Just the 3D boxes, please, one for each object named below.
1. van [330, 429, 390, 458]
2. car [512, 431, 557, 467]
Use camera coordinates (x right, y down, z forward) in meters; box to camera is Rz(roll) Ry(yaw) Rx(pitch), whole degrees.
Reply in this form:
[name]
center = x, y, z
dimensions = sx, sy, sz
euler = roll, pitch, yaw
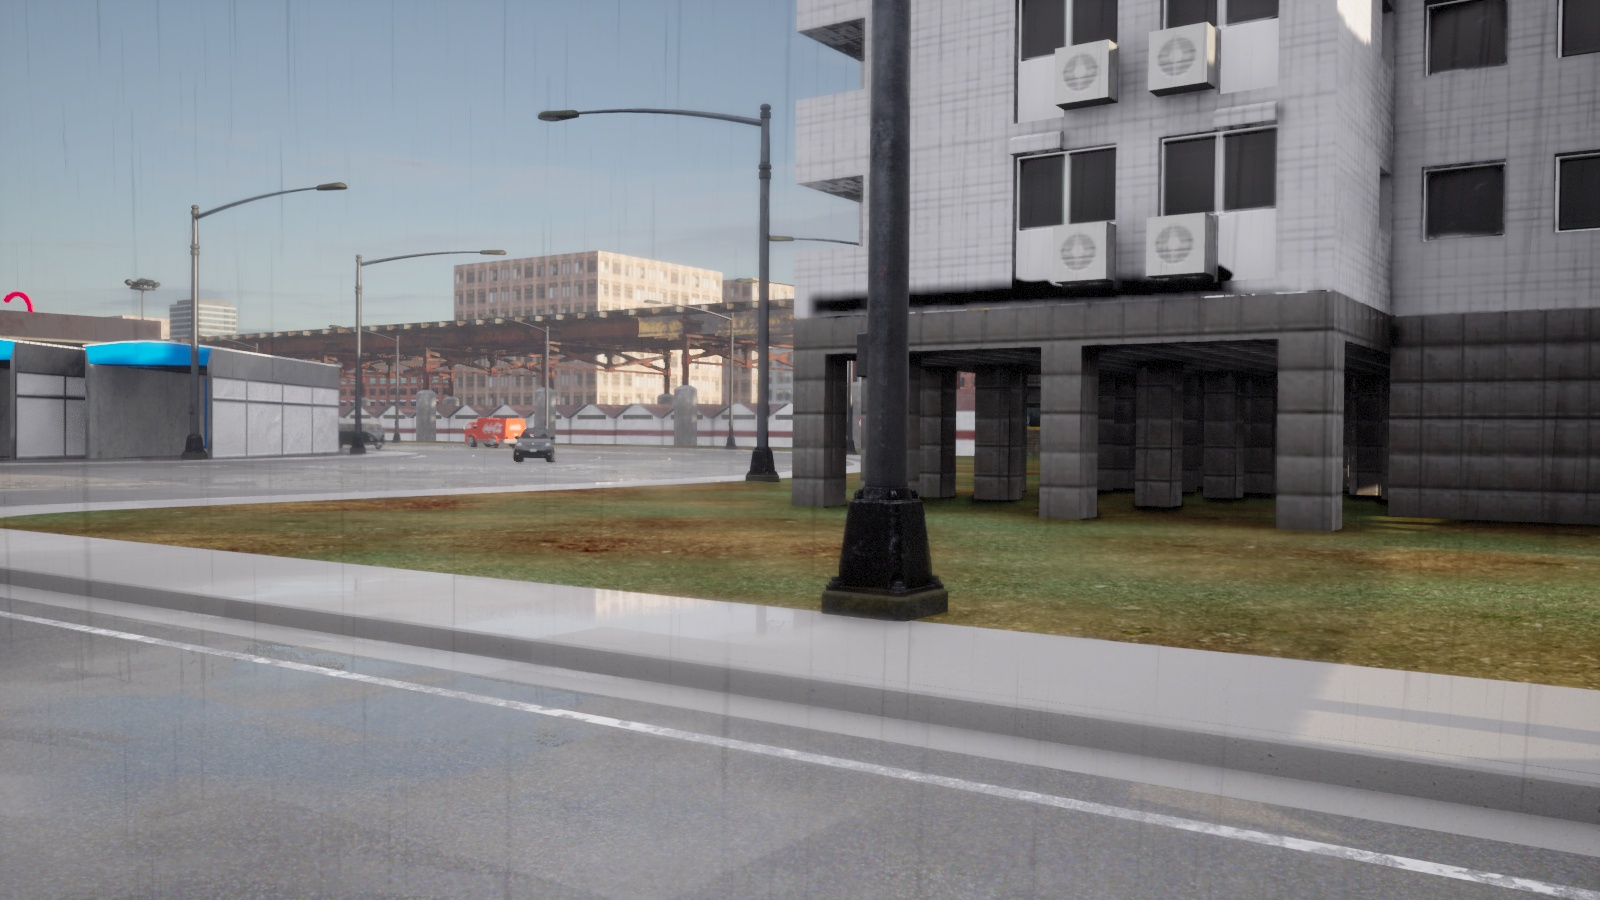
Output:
[van]
center = -31.726, -0.465, 90.561
dimensions = 4.442, 1.987, 1.775
euler = 0, 1, 35
[car]
center = -12.484, -0.066, 59.219
dimensions = 1.851, 1.617, 3.988
euler = -1, 1, -8
